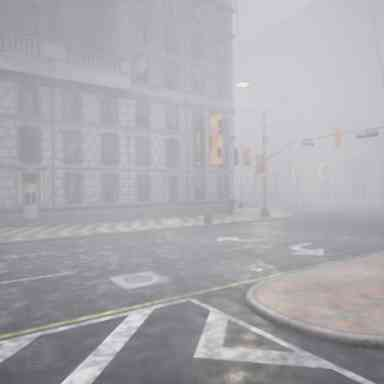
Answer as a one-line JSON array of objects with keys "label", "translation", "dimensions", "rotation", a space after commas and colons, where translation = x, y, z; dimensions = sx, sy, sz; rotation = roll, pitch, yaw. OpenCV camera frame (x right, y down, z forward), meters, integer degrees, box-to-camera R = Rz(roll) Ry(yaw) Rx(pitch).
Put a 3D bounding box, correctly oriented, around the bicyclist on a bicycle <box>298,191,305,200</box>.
[{"label": "bicyclist on a bicycle", "translation": [18.865, 0.593, 57.295], "dimensions": [1.656, 1.620, 0.582], "rotation": [-1, 1, -34]}]
